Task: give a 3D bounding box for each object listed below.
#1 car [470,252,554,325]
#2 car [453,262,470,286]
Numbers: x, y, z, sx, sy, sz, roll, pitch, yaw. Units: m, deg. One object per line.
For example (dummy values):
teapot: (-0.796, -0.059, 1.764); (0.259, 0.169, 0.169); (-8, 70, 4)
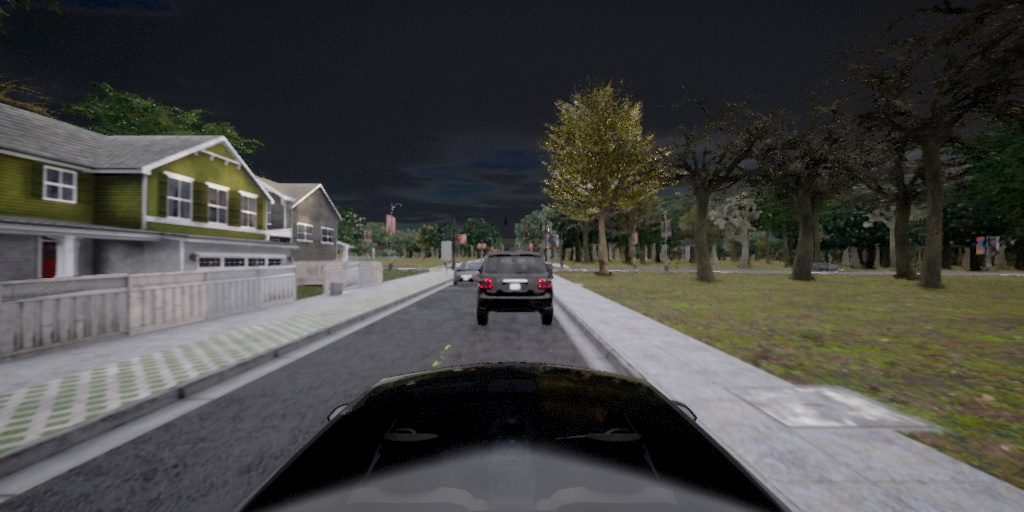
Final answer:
car: (0.077, 0.933, 11.902); (2.150, 2.045, 5.566); (0, -1, 0)
car: (-2.840, 1.171, 24.665); (2.128, 1.511, 4.902); (0, 0, 0)
